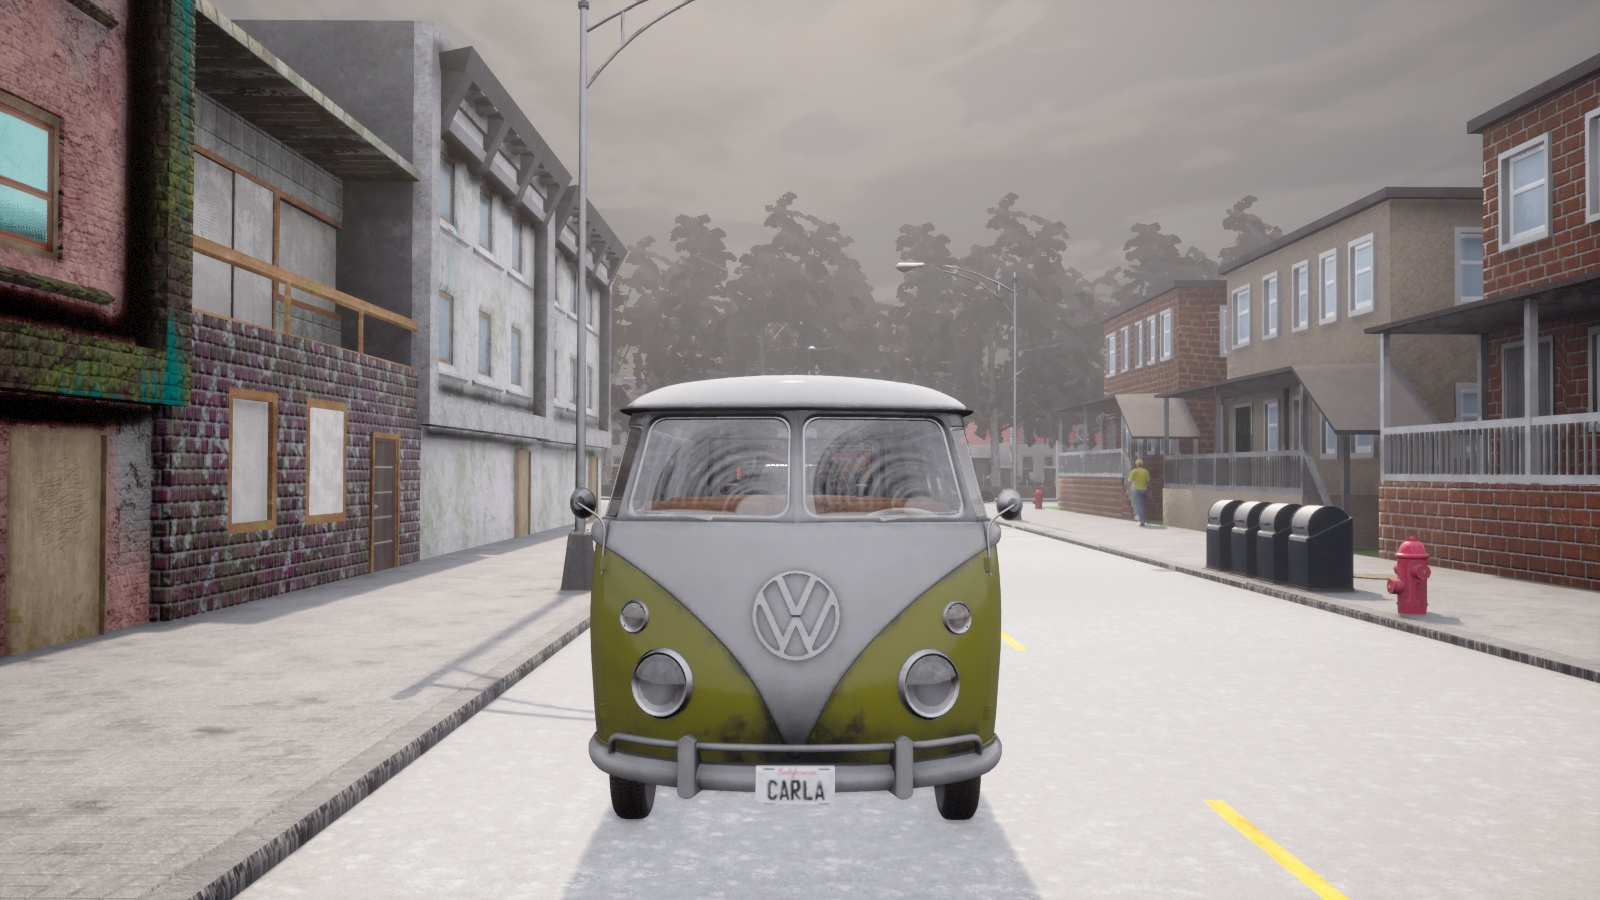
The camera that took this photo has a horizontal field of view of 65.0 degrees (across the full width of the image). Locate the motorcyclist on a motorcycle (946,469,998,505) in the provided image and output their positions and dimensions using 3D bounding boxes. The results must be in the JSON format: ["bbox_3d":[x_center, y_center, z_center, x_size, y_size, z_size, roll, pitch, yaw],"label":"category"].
[{"bbox_3d":[8.169,1.730,59.593,2.350,1.649,0.766,0,1,-20],"label":"motorcyclist on a motorcycle"}]

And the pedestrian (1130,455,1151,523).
[{"bbox_3d":[9.246,1.058,34.075,0.354,1.836,0.706,0,-1,-1],"label":"pedestrian"}]

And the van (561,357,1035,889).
[{"bbox_3d":[-0.016,0.684,6.936,1.775,1.987,4.442,0,-1,0],"label":"van"}]
